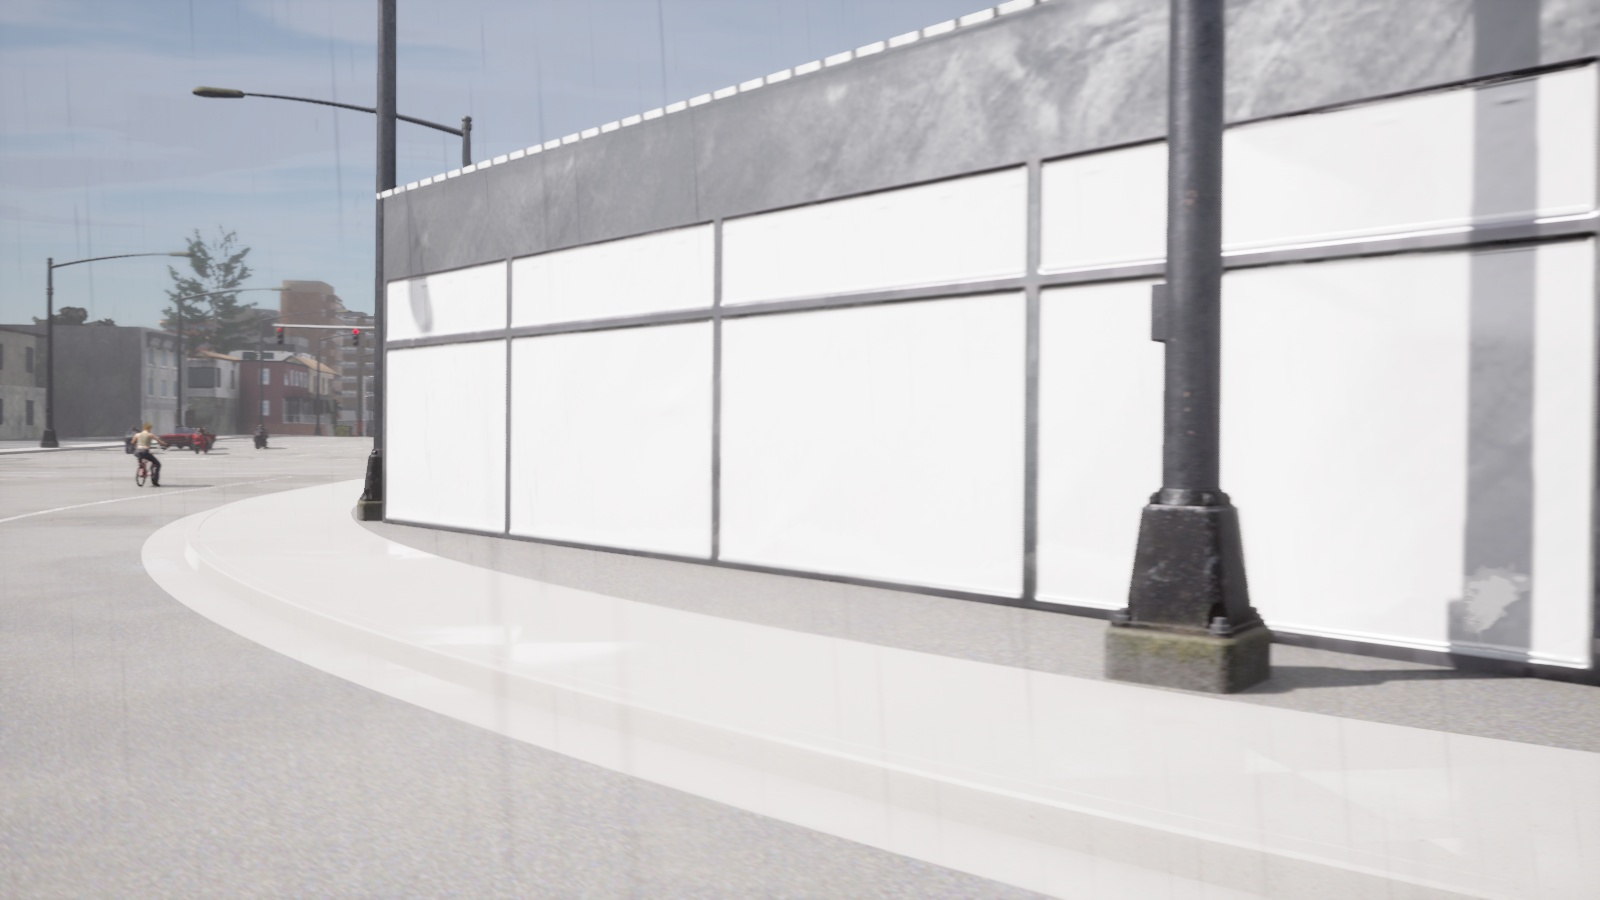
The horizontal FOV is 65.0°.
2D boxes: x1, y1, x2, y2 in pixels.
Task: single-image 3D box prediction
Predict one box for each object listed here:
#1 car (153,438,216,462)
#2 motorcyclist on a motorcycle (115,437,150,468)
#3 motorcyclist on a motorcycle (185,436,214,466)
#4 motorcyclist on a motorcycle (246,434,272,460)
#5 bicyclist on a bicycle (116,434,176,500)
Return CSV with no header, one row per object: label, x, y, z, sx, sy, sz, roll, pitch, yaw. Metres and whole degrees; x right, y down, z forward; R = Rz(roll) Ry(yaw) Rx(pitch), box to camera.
car,-35.688,-0.025,72.943,1.895,1.301,4.718,-1,2,-8
motorcyclist on a motorcycle,-34.581,0.111,65.069,0.866,1.530,2.191,-1,1,-8
motorcyclist on a motorcycle,-31.134,0.030,65.167,0.797,1.523,2.044,-1,1,-9
motorcyclist on a motorcycle,-32.522,-0.183,75.554,0.866,1.530,2.191,-1,2,-8
bicyclist on a bicycle,-16.398,0.408,31.532,0.866,1.612,1.509,-1,1,-8
